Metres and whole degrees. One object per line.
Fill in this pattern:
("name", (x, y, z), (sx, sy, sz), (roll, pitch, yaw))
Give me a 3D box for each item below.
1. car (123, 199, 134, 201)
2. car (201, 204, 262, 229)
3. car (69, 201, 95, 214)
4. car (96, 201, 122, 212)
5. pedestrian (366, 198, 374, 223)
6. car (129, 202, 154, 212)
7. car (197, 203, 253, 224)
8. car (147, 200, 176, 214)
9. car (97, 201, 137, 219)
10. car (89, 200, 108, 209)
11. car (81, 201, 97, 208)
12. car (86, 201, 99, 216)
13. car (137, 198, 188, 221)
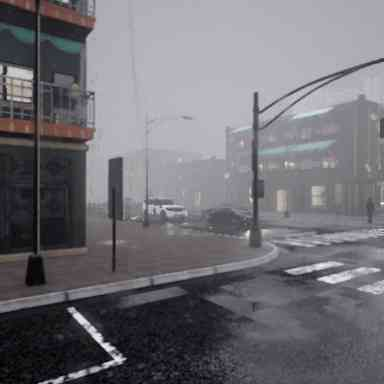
("car", (-8.715, 1.923, 39.448), (1.882, 1.535, 5.008), (0, -1, -36))
("car", (2.877, 1.772, 23.195), (1.994, 1.385, 4.181), (0, -1, -35))
("car", (-14.139, 1.944, 42.567), (1.967, 1.590, 4.097), (-1, 0, -36))
("car", (-12.554, 2.084, 50.226), (2.128, 1.511, 4.902), (0, -1, -35))
("pedestrian", (12.923, 1.324, 24.161), (0.375, 1.860, 0.375), (-1, 0, -36))
("car", (-7.314, 2.119, 47.405), (1.802, 1.307, 4.206), (-1, 0, -36))
("car", (2.724, 1.767, 28.840), (2.128, 1.511, 4.902), (0, -1, -35))
("car", (-4.000, 1.909, 42.801), (1.967, 1.590, 4.097), (-1, 0, -36))
("car", (-7.512, 1.890, 33.138), (1.752, 1.417, 4.829), (-1, 0, -36))
("car", (-17.313, 2.270, 61.402), (1.752, 1.417, 4.829), (-1, 0, -36))
("car", (-20.514, 2.394, 65.883), (1.802, 1.307, 4.206), (-1, 0, -36))
("car", (-10.867, 1.986, 37.926), (2.008, 1.369, 4.403), (-1, 0, -36))
("car", (-2.658, 1.542, 30.946), (2.150, 2.045, 5.566), (0, -1, -35))
